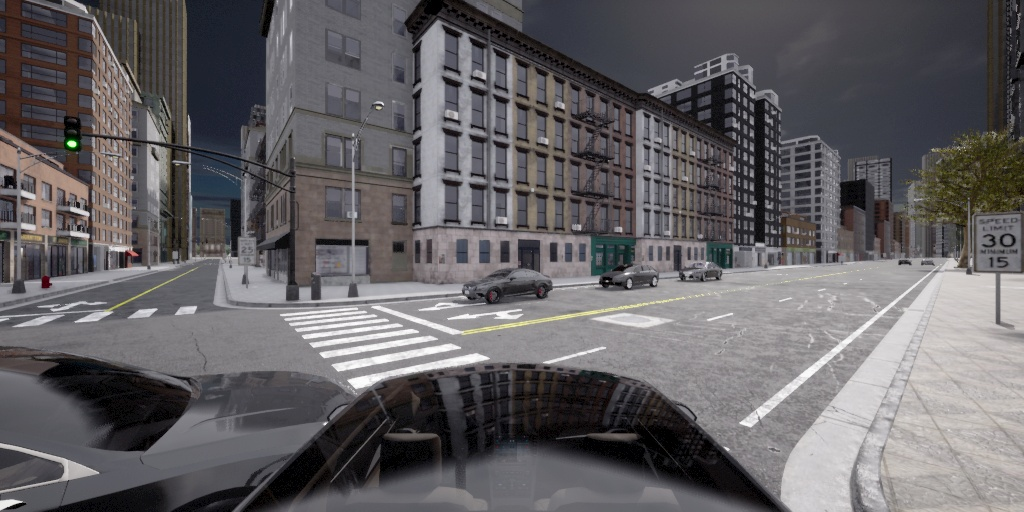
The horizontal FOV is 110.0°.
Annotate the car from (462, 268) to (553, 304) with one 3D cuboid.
[{"bbox_3d":[-0.102,1.286,16.714,4.674,1.442,1.812,0,0,-39],"label":"car"}]

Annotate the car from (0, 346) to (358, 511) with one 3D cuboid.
[{"bbox_3d":[-3.228,1.257,1.730,4.892,1.490,1.837,0,0,-35],"label":"car"}]

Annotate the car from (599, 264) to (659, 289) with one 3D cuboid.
[{"bbox_3d":[7.566,1.257,22.968,4.892,1.490,1.837,0,0,-39],"label":"car"}]

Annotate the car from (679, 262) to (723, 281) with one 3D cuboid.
[{"bbox_3d":[15.551,1.235,29.469,4.902,1.511,2.128,0,0,-39],"label":"car"}]
